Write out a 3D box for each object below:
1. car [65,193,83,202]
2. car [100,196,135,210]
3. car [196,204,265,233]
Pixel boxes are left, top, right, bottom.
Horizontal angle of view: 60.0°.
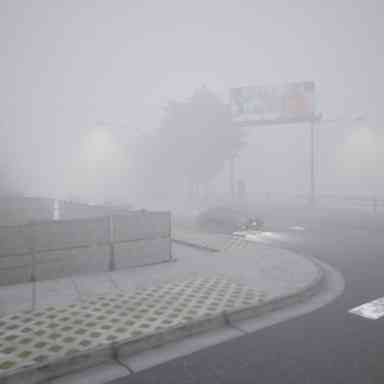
[{"bbox_3d":[-17.544,0.799,49.437,1.895,1.301,4.718,-1,1,-29],"label":"car"},{"bbox_3d":[-7.440,1.132,32.816,2.033,1.411,5.357,-1,1,-33],"label":"car"},{"bbox_3d":[2.054,1.410,18.725,1.994,1.385,4.181,-1,1,-35],"label":"car"}]
